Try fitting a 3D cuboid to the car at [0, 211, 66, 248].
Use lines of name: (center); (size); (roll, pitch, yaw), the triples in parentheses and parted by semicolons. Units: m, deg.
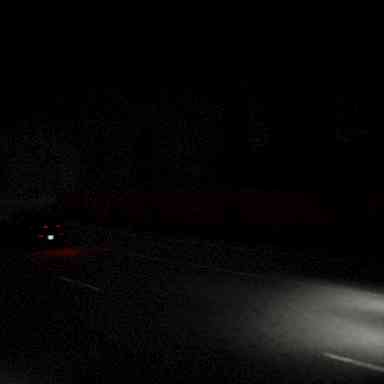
car: (-7.600, 1.653, 15.617); (1.837, 1.490, 4.892); (0, 0, -45)
